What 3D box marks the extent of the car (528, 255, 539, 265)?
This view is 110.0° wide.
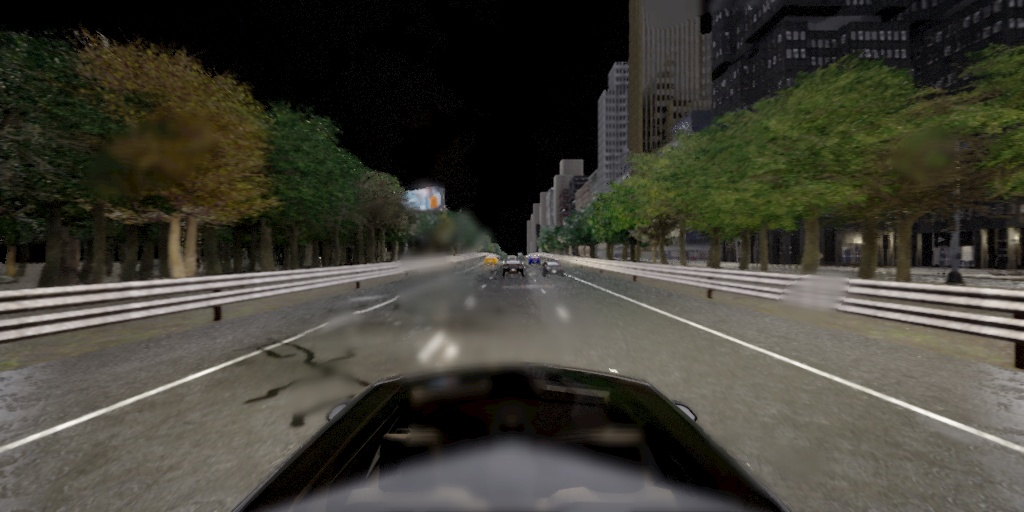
[{"bbox_3d":[3.622,0.635,58.682,1.882,1.535,5.008,0,1,0],"label":"car"}]

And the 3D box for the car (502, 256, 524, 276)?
[{"bbox_3d":[0.112,1.016,33.635,1.882,1.535,5.008,0,1,0],"label":"car"}]

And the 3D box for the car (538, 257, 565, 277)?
[{"bbox_3d":[3.612,1.082,32.285,1.812,1.442,4.674,0,1,0],"label":"car"}]

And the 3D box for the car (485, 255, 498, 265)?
[{"bbox_3d":[-3.379,0.636,58.675,1.882,1.535,5.008,0,1,0],"label":"car"}]
